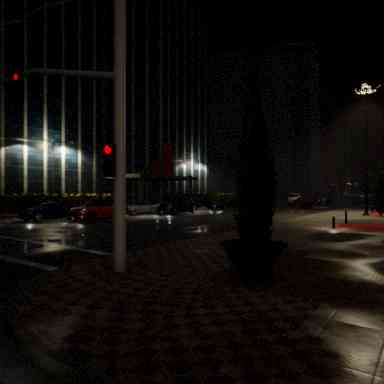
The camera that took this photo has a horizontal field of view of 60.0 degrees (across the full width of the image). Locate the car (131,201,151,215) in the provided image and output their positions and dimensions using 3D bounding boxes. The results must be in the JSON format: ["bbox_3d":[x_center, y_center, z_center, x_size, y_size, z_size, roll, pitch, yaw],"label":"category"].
[{"bbox_3d":[-5.525,1.601,34.674,1.895,1.301,4.718,0,0,35],"label":"car"}]

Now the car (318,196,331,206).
[{"bbox_3d":[21.294,1.352,54.431,2.097,1.767,4.553,0,0,35],"label":"car"}]

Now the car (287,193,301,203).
[{"bbox_3d":[17.618,1.221,55.281,2.150,2.045,5.566,0,0,35],"label":"car"}]

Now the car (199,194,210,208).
[{"bbox_3d":[0.610,1.221,43.445,2.150,2.045,5.566,0,0,35],"label":"car"}]

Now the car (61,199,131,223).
[{"bbox_3d":[-7.355,1.352,25.927,2.097,1.767,4.553,0,0,35],"label":"car"}]

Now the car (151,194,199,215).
[{"bbox_3d":[-1.663,1.352,34.086,2.097,1.767,4.553,0,0,35],"label":"car"}]

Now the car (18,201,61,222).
[{"bbox_3d":[-11.190,1.478,26.550,1.882,1.535,5.008,0,0,35],"label":"car"}]

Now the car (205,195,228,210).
[{"bbox_3d":[4.179,1.492,42.442,2.128,1.511,4.902,0,0,35],"label":"car"}]

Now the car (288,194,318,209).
[{"bbox_3d":[15.332,1.478,45.879,1.882,1.535,5.008,0,0,35],"label":"car"}]
